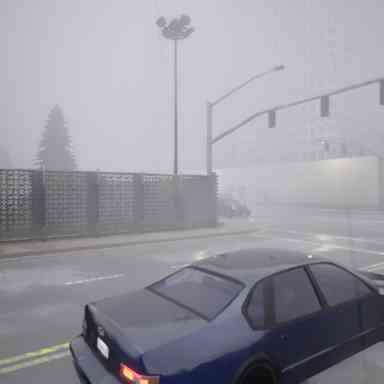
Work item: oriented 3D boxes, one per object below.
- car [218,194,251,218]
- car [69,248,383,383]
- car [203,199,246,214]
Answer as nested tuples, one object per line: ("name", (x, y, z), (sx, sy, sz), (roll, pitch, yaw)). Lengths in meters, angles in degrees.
("car", (3.003, 1.288, 29.097), (2.097, 1.767, 4.553), (0, 0, -35))
("car", (1.196, 1.546, 4.652), (5.357, 1.411, 2.033), (0, 0, -35))
("car", (3.325, 1.460, 34.690), (1.812, 1.442, 4.674), (0, 0, -35))
